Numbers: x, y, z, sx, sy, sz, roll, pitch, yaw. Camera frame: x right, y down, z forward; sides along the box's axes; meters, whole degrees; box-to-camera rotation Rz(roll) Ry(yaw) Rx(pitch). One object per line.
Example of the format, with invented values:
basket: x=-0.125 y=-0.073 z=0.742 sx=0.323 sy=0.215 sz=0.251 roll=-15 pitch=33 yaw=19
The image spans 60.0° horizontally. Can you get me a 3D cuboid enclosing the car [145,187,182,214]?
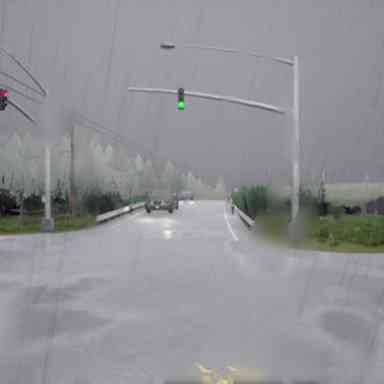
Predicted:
car: x=-2.484 y=0.645 z=28.859 sx=2.150 sy=2.045 sz=5.566 roll=0 pitch=4 yaw=5

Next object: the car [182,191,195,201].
car: x=-0.686 y=0.561 z=46.777 sx=1.837 sy=1.490 sz=4.892 roll=0 pitch=-1 yaw=7
